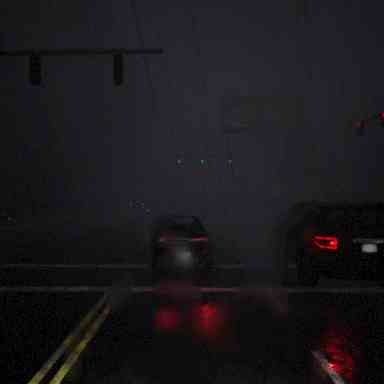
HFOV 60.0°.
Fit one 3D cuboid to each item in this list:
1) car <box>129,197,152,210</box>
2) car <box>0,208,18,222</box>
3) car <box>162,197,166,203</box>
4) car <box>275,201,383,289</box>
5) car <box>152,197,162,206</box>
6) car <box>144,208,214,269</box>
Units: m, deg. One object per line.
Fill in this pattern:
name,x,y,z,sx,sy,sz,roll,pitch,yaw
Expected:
car,-7.081,1.515,44.895,2.097,1.767,4.553,0,0,0
car,-15.932,1.692,25.035,4.718,1.301,1.895,0,0,1
car,-6.997,1.781,75.721,2.128,1.511,4.902,0,0,0
car,3.819,1.254,9.425,2.150,2.045,5.566,0,0,5
car,-7.031,1.821,60.582,1.895,1.301,4.718,0,0,0
car,-0.508,1.534,11.402,2.128,1.511,4.902,0,0,-8
